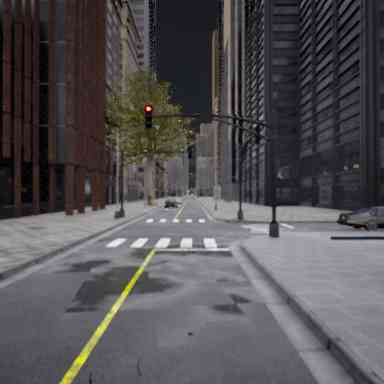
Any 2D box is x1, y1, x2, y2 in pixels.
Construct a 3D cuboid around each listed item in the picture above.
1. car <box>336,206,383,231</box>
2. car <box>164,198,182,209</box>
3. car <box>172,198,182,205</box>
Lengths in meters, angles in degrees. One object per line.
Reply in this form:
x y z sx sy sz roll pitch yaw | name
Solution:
11.522 1.571 19.795 5.357 1.411 2.033 0 0 0 | car
-3.096 1.771 50.359 2.033 1.411 5.357 0 0 0 | car
-3.018 1.852 66.579 1.812 1.442 4.674 0 0 0 | car
